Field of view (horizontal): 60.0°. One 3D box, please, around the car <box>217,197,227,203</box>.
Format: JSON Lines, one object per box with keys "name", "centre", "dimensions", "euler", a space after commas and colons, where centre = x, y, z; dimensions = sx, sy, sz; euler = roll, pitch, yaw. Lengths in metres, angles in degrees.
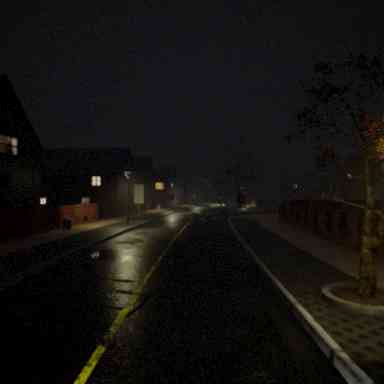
{"name": "car", "centre": [7.611, 1.930, 83.729], "dimensions": [2.033, 1.411, 5.357], "euler": [0, -1, 13]}
